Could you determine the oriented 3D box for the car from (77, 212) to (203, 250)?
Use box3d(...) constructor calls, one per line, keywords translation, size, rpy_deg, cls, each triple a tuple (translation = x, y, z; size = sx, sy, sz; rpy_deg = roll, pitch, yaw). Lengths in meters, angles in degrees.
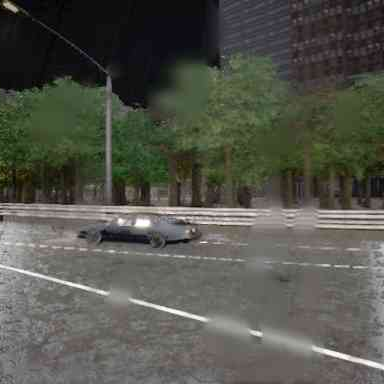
box3d(translation=(-2.260, 1.578, 14.309), size=(5.357, 1.411, 2.033), rpy_deg=(0, 0, 21), cls="car")
